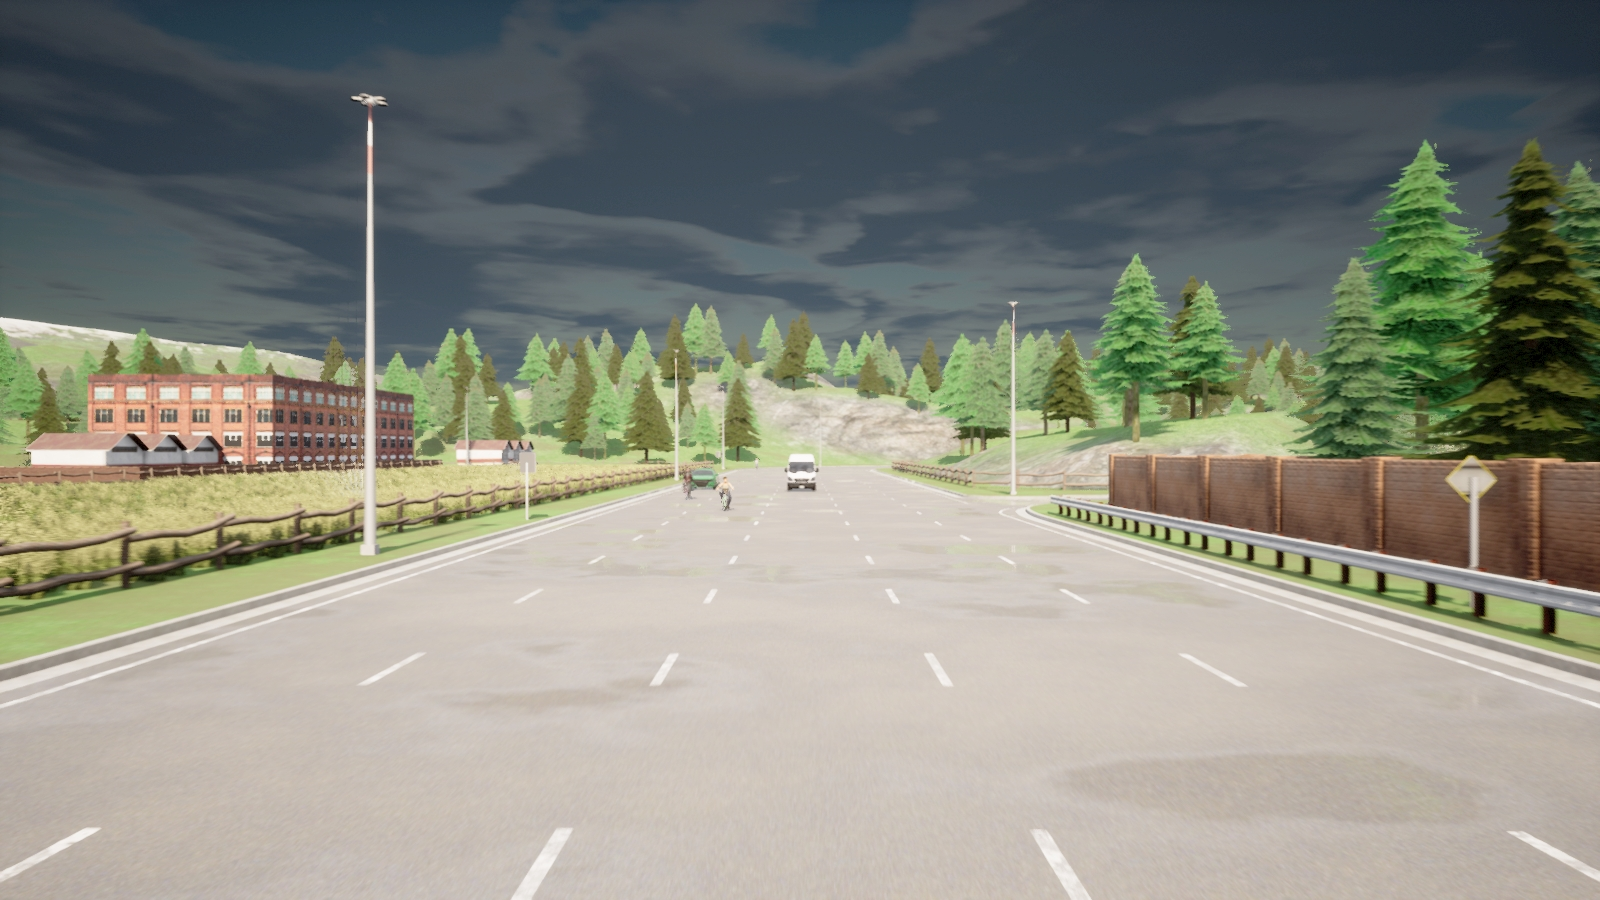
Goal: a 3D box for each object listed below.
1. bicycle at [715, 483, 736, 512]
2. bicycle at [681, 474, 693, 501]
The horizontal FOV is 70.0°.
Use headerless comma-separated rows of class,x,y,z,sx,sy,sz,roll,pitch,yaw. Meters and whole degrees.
bicycle,-3.417,2.181,52.350,0.859,1.276,1.487,0,0,0
bicycle,-6.398,2.089,64.561,0.329,1.471,1.835,0,0,5
